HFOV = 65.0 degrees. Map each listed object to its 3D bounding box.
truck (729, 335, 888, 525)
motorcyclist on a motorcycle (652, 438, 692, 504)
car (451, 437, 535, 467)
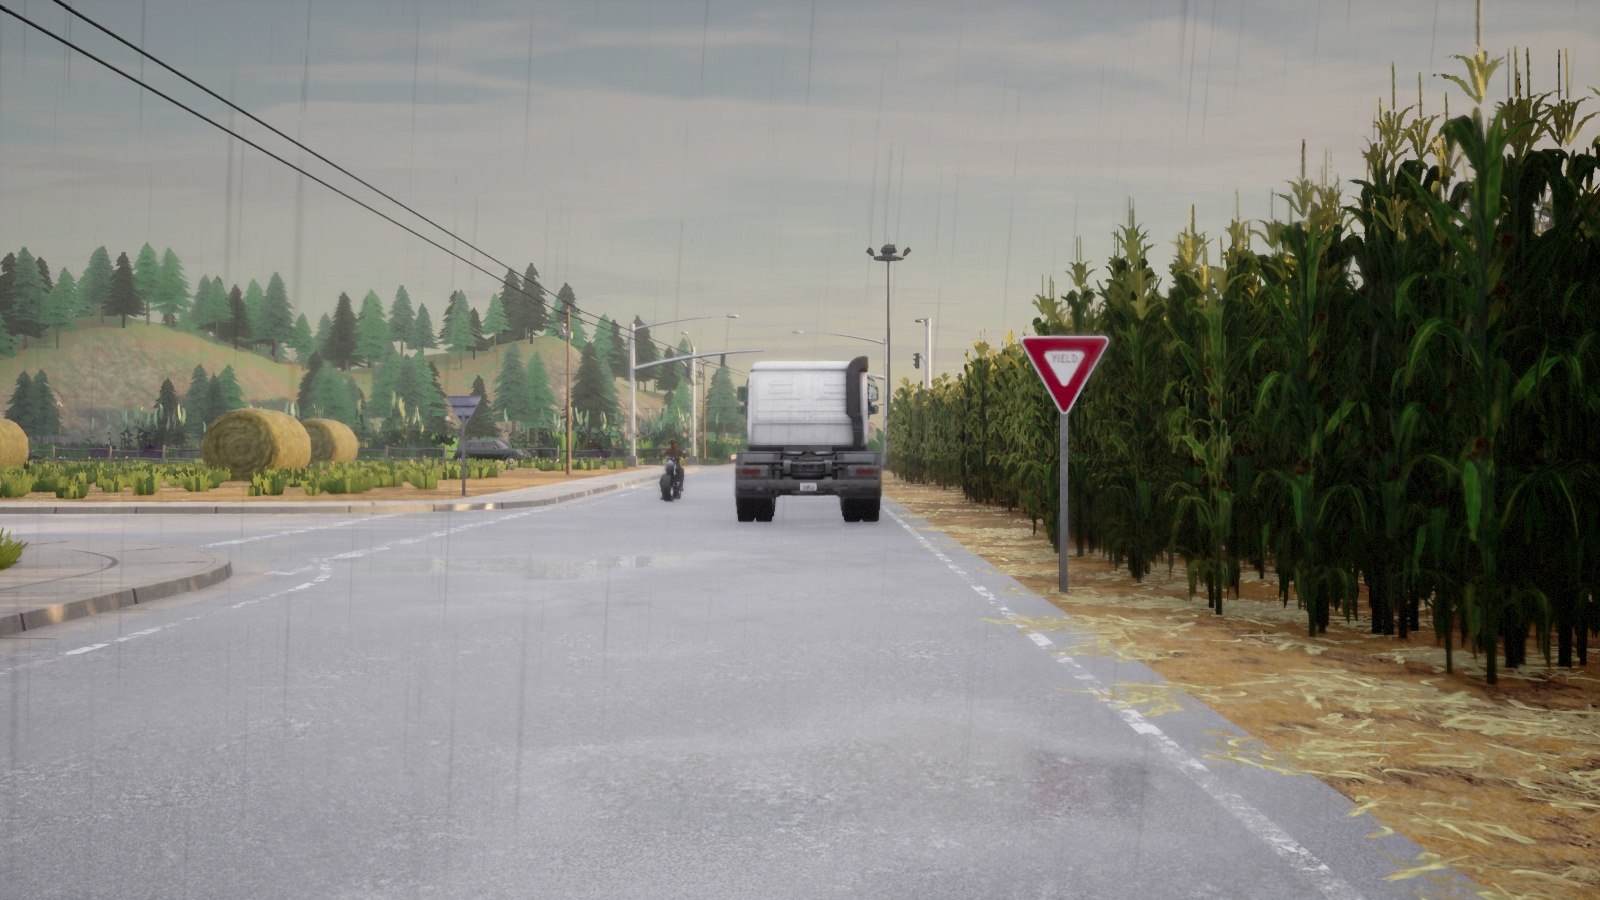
[{"bbox_3d":[0.170,-0.387,26.853,2.891,3.462,7.936,0,0,0],"label":"truck"},{"bbox_3d":[-3.312,0.510,32.688,0.766,1.649,2.350,0,0,1],"label":"motorcyclist on a motorcycle"},{"bbox_3d":[-18.604,0.125,76.230,4.553,1.767,2.097,0,0,3],"label":"car"}]
